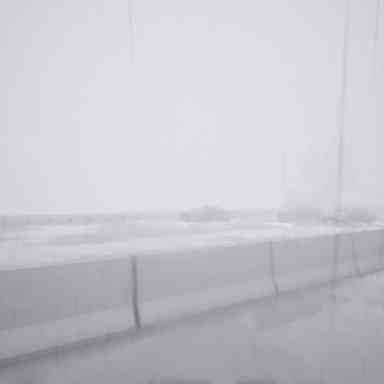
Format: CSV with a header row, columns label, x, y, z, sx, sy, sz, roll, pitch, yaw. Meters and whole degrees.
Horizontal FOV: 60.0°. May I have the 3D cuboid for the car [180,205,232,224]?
label,x,y,z,sx,sy,sz,roll,pitch,yaw
car,1.122,1.746,26.268,4.181,1.385,1.994,1,0,-35

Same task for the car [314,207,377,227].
label,x,y,z,sx,sy,sz,roll,pitch,yaw
car,11.997,1.827,25.381,5.357,1.411,2.033,1,0,-35

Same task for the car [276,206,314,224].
label,x,y,z,sx,sy,sz,roll,pitch,yaw
car,8.943,1.829,27.514,4.181,1.385,1.994,1,0,-35
